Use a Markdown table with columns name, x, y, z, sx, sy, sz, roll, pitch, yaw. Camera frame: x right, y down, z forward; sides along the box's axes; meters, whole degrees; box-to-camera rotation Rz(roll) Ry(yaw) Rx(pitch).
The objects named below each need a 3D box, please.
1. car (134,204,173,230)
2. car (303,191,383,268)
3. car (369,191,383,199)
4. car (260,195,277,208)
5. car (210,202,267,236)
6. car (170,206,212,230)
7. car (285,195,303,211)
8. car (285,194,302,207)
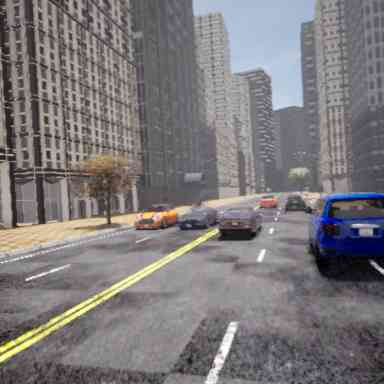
| name | x | y | z | sx | sy | sz | roll | pitch | yaw |
| --- | --- | --- | --- | --- | --- | --- | --- | --- | --- |
| car | -2.499 | 1.687 | 24.374 | 2.097 | 1.767 | 4.553 | -3 | 0 | 16 |
| car | 4.955 | 1.053 | 10.635 | 2.150 | 2.045 | 5.566 | -3 | -1 | 16 |
| car | 34.510 | 0.513 | 59.847 | 4.403 | 1.369 | 2.008 | -3 | 0 | 15 |
| car | 10.417 | 1.180 | 45.078 | 2.097 | 1.767 | 4.553 | -3 | -1 | 16 |
| car | 2.751 | 1.557 | 18.400 | 2.033 | 1.411 | 5.357 | -3 | 0 | 16 |
| car | 0.555 | 1.712 | 23.220 | 2.033 | 1.411 | 5.357 | -3 | 0 | 16 |
| car | 11.338 | 1.062 | 36.670 | 2.097 | 1.767 | 4.553 | -3 | 0 | 16 |
| car | 13.975 | 1.142 | 46.028 | 2.128 | 1.511 | 4.902 | -3 | 0 | 16 |
